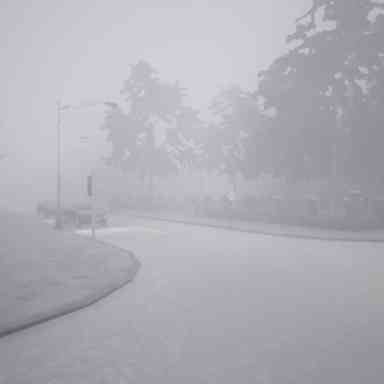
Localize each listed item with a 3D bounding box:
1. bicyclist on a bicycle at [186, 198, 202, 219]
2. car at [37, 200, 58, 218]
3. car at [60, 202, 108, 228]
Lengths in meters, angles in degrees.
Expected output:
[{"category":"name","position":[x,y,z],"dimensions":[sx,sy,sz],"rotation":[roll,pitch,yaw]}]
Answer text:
[{"category":"bicyclist on a bicycle","position":[0.159,1.337,26.522],"dimensions":[1.656,1.620,0.582],"rotation":[0,0,-35]},{"category":"car","position":[-12.651,1.473,30.080],"dimensions":[1.882,1.535,5.008],"rotation":[0,0,-35]},{"category":"car","position":[-7.287,1.500,22.510],"dimensions":[1.837,1.490,4.892],"rotation":[0,0,-35]}]
